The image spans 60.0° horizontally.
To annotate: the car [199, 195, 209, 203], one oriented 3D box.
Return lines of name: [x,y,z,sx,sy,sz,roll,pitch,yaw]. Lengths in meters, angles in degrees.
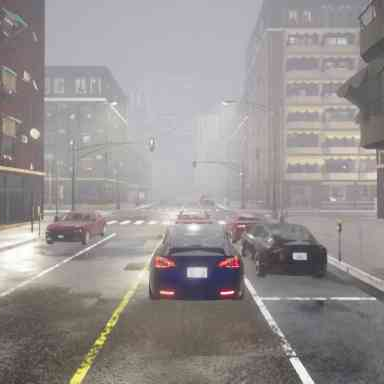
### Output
car: [2.536,1.491,70.795,1.967,1.590,4.097,1,0,0]

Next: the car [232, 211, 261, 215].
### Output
car: [2.565,1.549,15.670,1.887,1.381,4.507,1,0,0]

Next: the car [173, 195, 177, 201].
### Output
car: [-5.355,1.620,87.848,1.887,1.381,4.507,1,0,0]

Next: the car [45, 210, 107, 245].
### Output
car: [-5.282,1.549,15.638,1.887,1.381,4.507,1,0,0]

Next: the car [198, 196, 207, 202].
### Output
car: [2.528,1.633,82.175,1.947,1.339,4.313,1,0,0]

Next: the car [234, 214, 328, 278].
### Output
car: [2.568,1.568,9.999,1.947,1.339,4.313,1,0,0]

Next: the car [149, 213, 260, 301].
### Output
car: [0.096,1.506,8.381,2.163,1.488,4.792,0,0,0]

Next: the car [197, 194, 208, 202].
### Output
car: [2.573,1.357,63.672,2.192,1.841,5.009,1,0,0]

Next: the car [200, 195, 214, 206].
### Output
car: [2.673,1.576,53.726,1.887,1.381,4.507,1,0,0]

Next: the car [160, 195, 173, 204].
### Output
car: [-5.359,1.595,65.090,2.008,1.369,4.403,1,0,0]

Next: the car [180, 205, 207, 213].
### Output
car: [0.084,1.606,18.104,1.895,1.301,4.718,0,0,0]
